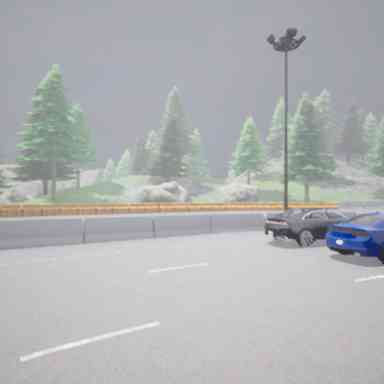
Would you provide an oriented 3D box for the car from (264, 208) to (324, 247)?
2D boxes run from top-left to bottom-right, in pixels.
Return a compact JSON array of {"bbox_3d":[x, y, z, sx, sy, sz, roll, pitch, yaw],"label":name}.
[{"bbox_3d":[5.506,1.443,14.507,4.902,1.511,2.128,-1,0,-20],"label":"car"}]

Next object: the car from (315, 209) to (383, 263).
[{"bbox_3d":[6.954,1.399,11.303,5.008,1.535,1.882,-1,0,-20],"label":"car"}]
